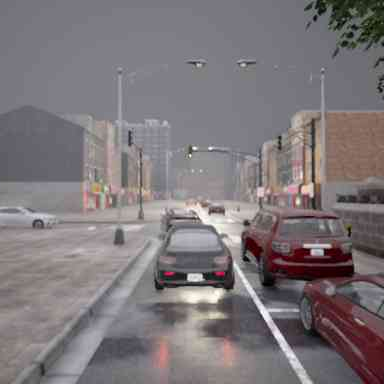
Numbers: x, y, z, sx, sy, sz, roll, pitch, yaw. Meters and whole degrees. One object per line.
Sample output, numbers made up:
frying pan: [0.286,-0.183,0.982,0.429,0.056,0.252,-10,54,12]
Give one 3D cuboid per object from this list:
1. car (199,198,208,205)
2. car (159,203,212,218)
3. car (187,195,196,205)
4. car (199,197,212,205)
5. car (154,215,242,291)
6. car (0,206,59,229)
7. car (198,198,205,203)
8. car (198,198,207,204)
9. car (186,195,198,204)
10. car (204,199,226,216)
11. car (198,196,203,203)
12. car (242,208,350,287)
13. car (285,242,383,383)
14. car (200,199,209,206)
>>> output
car: [2.554,2.123,73.884,1.802,1.307,4.206,0,-1,0]
car: [-0.670,1.599,18.103,2.128,1.511,4.902,0,0,-10]
car: [-0.092,1.789,76.338,2.150,2.045,5.566,0,-1,0]
car: [2.581,1.899,52.135,1.887,1.381,4.507,1,0,0]
car: [0.035,1.578,9.030,1.812,1.442,4.674,0,0,-1]
car: [-10.896,1.618,20.974,4.674,1.442,1.812,0,-1,-2]
car: [2.534,2.261,90.195,1.947,1.339,4.313,0,-1,0]
car: [2.548,2.142,79.321,2.008,1.369,4.403,0,-1,0]
car: [-0.079,1.823,66.035,2.097,1.767,4.553,0,-1,0]
car: [2.602,1.774,35.823,1.887,1.381,4.507,1,0,0]
car: [2.577,1.714,57.574,2.192,1.841,5.009,1,0,0]
car: [2.637,1.369,9.395,2.192,1.841,5.009,1,0,0]
car: [2.641,1.605,3.945,1.802,1.307,4.206,1,0,0]
car: [2.561,2.075,68.446,1.802,1.307,4.206,0,-1,0]
